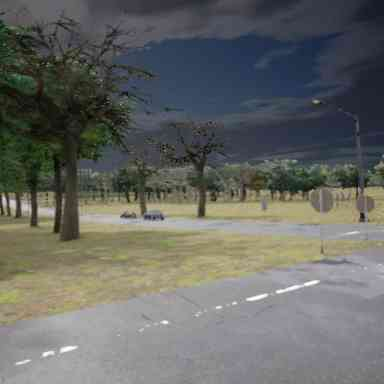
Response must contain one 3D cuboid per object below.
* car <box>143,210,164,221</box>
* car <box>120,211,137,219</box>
[{"bbox_3d":[-6.569,3.834,55.971,2.097,1.767,4.553,-2,-1,-34],"label":"car"},{"bbox_3d":[-12.218,4.423,64.181,1.812,1.442,4.674,-2,-1,-34],"label":"car"}]
